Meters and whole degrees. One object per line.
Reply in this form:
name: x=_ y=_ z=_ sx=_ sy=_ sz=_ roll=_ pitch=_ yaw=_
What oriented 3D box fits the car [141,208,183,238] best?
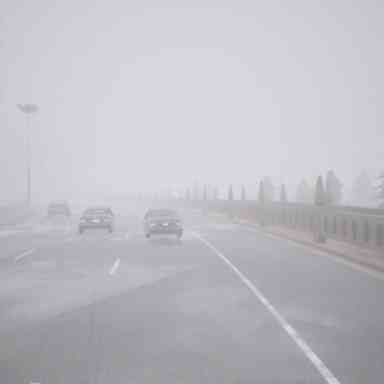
car: x=-1.674 y=1.550 z=17.893 sx=2.033 sy=1.411 sz=5.357 roll=0 pitch=0 yaw=-10

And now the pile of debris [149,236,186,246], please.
pile of debris: x=-1.144 y=2.176 z=14.801 sx=1.500 sy=0.140 sz=1.860 roll=0 pitch=0 yaw=-8

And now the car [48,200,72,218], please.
car: x=-12.281 y=1.530 z=30.977 sx=2.128 sy=1.511 sz=4.902 roll=0 pitch=0 yaw=-18

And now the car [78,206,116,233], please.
car: x=-5.619 y=1.564 z=19.960 sx=2.033 sy=1.411 sz=5.357 roll=0 pitch=0 yaw=-12
